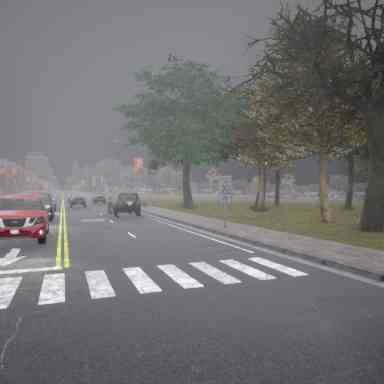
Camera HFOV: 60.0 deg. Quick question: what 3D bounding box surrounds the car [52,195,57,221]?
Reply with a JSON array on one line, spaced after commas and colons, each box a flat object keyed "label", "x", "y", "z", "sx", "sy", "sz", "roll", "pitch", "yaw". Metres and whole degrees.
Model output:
[{"label": "car", "x": -11.528, "y": 1.047, "z": 24.957, "sx": 2.150, "sy": 2.045, "sz": 5.566, "roll": 0, "pitch": 1, "yaw": -21}]

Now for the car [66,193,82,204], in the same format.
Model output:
[{"label": "car", "x": -18.953, "y": 0.979, "z": 53.294, "sx": 2.128, "sy": 1.511, "sz": 4.902, "roll": 0, "pitch": 1, "yaw": -21}]

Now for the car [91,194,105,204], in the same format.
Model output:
[{"label": "car", "x": -14.115, "y": 1.046, "z": 50.091, "sx": 1.837, "sy": 1.490, "sz": 4.892, "roll": 0, "pitch": 1, "yaw": -21}]

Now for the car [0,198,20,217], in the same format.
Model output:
[{"label": "car", "x": -16.814, "y": 1.298, "z": 29.657, "sx": 2.033, "sy": 1.411, "sz": 5.357, "roll": 0, "pitch": 1, "yaw": -20}]

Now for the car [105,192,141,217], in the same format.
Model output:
[{"label": "car", "x": -5.980, "y": 1.026, "z": 29.128, "sx": 2.150, "sy": 2.045, "sz": 5.566, "roll": 0, "pitch": 1, "yaw": -21}]

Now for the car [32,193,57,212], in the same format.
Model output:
[{"label": "car", "x": -15.204, "y": 1.056, "z": 34.541, "sx": 2.097, "sy": 1.767, "sz": 4.553, "roll": 0, "pitch": 1, "yaw": -21}]

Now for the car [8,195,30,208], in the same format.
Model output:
[{"label": "car", "x": -21.167, "y": 1.114, "z": 40.909, "sx": 1.837, "sy": 1.490, "sz": 4.892, "roll": 0, "pitch": 1, "yaw": -21}]

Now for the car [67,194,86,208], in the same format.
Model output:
[{"label": "car", "x": -14.419, "y": 1.130, "z": 41.888, "sx": 1.837, "sy": 1.490, "sz": 4.892, "roll": 0, "pitch": 0, "yaw": -21}]

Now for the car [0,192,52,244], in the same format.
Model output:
[{"label": "car", "x": -7.802, "y": 1.150, "z": 15.287, "sx": 2.150, "sy": 2.045, "sz": 5.566, "roll": 0, "pitch": 0, "yaw": -22}]
